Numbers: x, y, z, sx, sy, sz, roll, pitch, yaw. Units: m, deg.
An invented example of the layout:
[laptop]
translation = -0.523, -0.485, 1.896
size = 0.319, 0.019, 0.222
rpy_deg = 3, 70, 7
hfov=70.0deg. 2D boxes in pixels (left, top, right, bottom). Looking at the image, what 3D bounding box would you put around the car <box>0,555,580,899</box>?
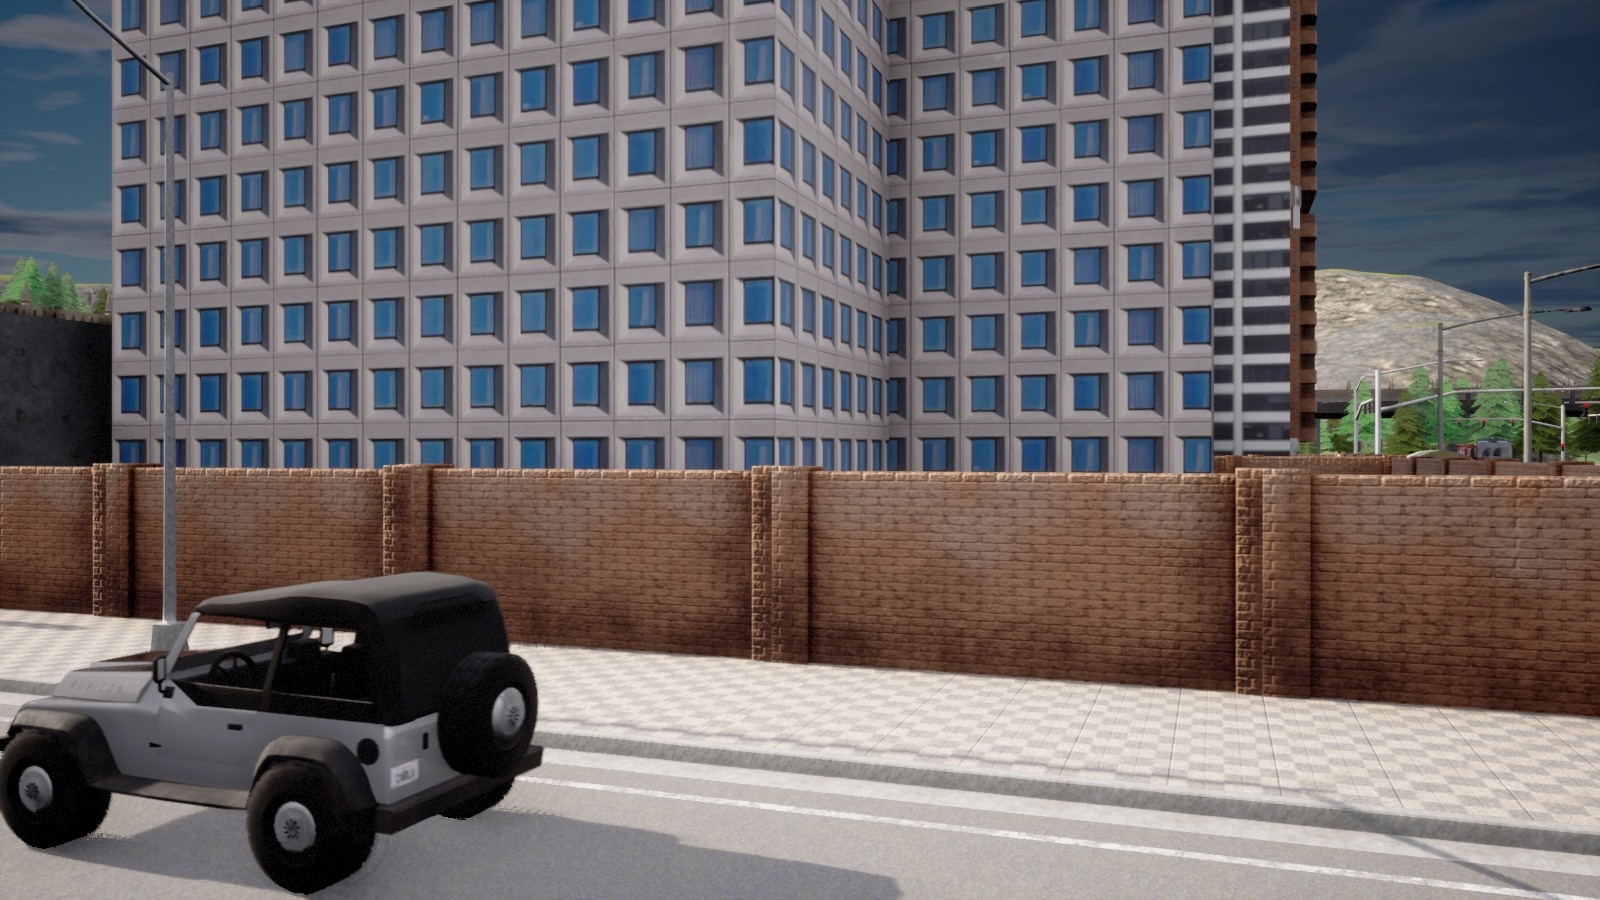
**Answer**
[car]
translation = -3.807, 1.857, 8.393
size = 3.866, 1.878, 1.905
rpy_deg = 0, 0, 20
